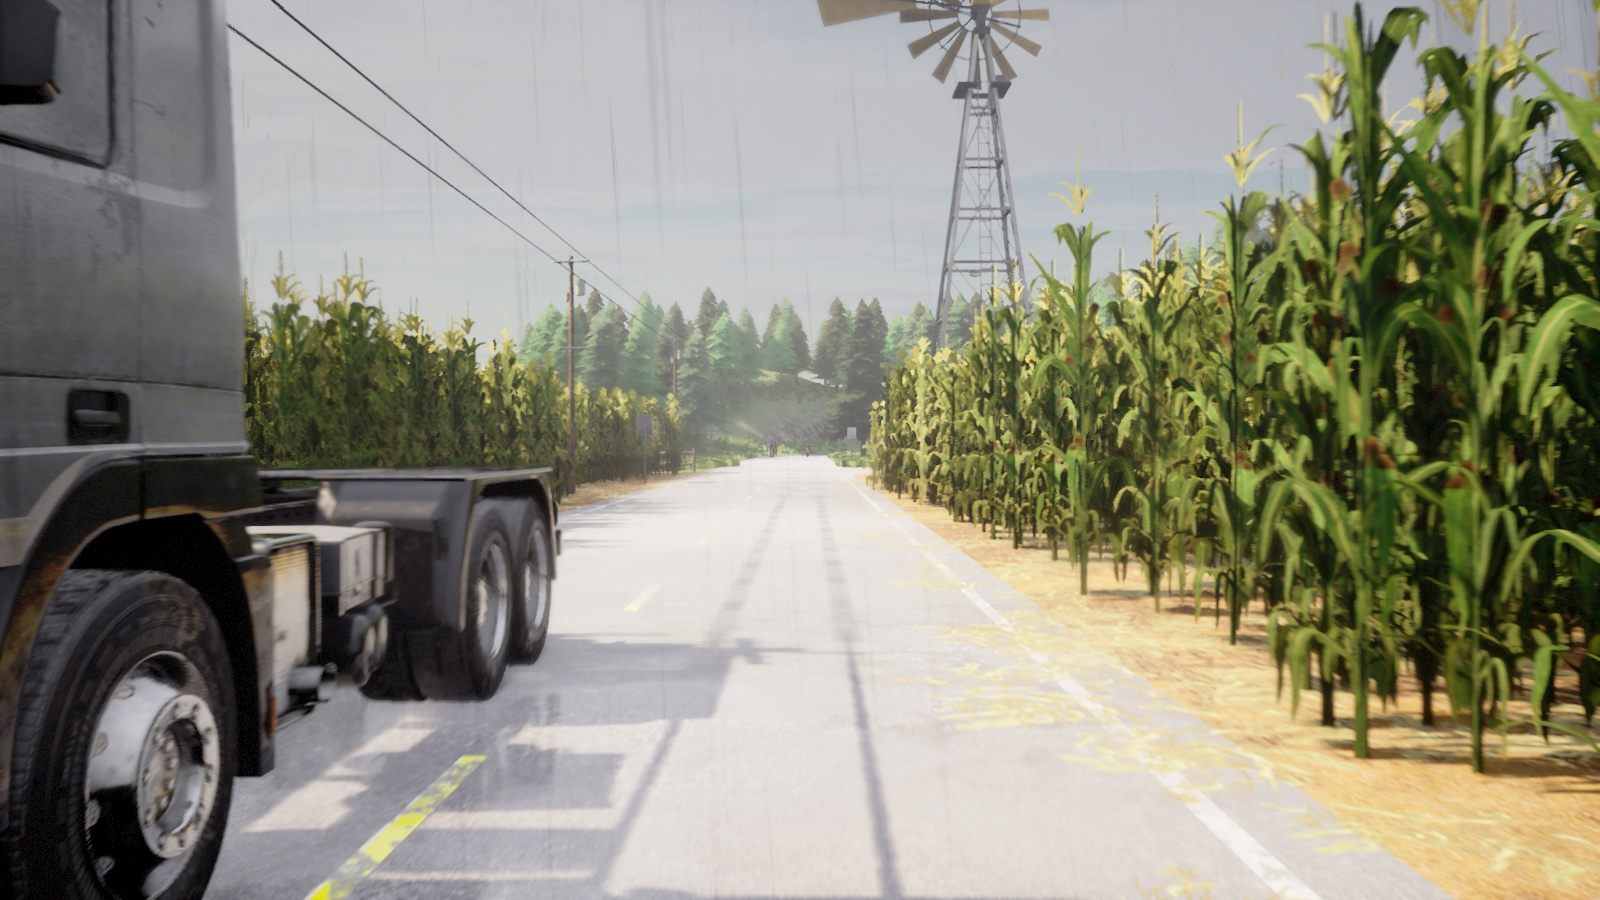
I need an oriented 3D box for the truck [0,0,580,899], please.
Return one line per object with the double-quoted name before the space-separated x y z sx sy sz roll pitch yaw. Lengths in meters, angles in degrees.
"truck" -3.152 -0.270 5.655 2.891 3.462 7.936 0 0 0
